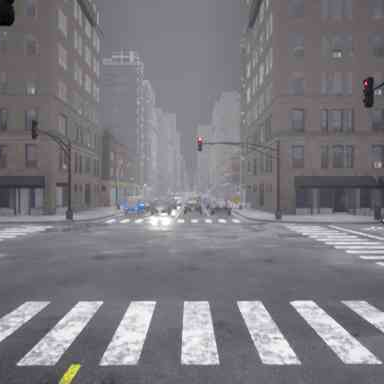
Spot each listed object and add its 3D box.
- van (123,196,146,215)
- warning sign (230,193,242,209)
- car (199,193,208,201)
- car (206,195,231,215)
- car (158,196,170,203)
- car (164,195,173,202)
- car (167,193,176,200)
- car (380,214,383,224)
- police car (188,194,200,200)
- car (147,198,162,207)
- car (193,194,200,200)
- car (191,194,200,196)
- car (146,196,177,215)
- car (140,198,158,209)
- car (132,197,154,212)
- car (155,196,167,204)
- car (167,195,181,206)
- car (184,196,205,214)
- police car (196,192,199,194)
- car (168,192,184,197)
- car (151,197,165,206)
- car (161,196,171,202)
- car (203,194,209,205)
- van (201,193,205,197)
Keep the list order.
[{"bbox_3d":[-5.748,1.333,33.376,1.690,1.788,3.998,0,0,0],"label":"van"},{"bbox_3d":[5.199,1.106,39.335,1.300,1.860,1.060,0,0,0],"label":"warning sign"},{"bbox_3d":[2.951,1.284,84.372,2.192,1.841,5.009,0,0,0],"label":"car"},{"bbox_3d":[2.778,1.432,33.349,1.967,1.590,4.097,0,0,0],"label":"car"},{"bbox_3d":[-5.632,1.546,67.386,1.947,1.339,4.313,0,0,0],"label":"car"},{"bbox_3d":[-5.594,1.499,78.552,1.752,1.417,4.829,0,0,0],"label":"car"},{"bbox_3d":[-5.555,1.280,90.059,2.192,1.841,5.009,0,0,0],"label":"car"},{"bbox_3d":[14.354,1.513,20.697,4.892,1.490,1.837,0,0,0],"label":"car"},{"bbox_3d":[0.595,1.386,95.369,1.930,1.638,5.238,0,0,-16],"label":"police car"},{"bbox_3d":[-5.690,1.570,50.381,1.802,1.307,4.206,0,0,0],"label":"car"},{"bbox_3d":[1.088,1.421,89.540,1.801,1.575,5.366,0,0,0],"label":"car"},{"bbox_3d":[0.218,1.584,63.520,1.895,1.301,4.718,0,0,0],"label":"car"},{"bbox_3d":[-2.993,1.484,33.517,2.128,1.511,4.902,0,0,0],"label":"car"},{"bbox_3d":[-5.709,1.556,44.713,1.947,1.339,4.313,0,0,0],"label":"car"},{"bbox_3d":[-5.729,1.431,39.045,1.967,1.590,4.097,0,0,0],"label":"car"},{"bbox_3d":[-5.652,1.509,61.547,1.752,1.417,4.829,0,0,0],"label":"car"},{"bbox_3d":[-2.953,1.482,43.762,2.128,1.511,4.902,0,0,0],"label":"car"},{"bbox_3d":[0.148,1.517,35.893,1.812,1.442,4.674,0,0,1],"label":"car"},{"bbox_3d":[1.064,1.398,79.446,1.930,1.638,5.238,0,0,-1],"label":"police car"},{"bbox_3d":[-2.904,1.208,54.492,2.150,2.045,5.566,0,0,0],"label":"car"},{"bbox_3d":[-5.671,1.552,56.050,1.947,1.339,4.313,0,0,0],"label":"car"},{"bbox_3d":[-5.613,1.522,73.054,1.887,1.381,4.507,0,0,0],"label":"car"},{"bbox_3d":[2.816,1.430,44.687,1.967,1.590,4.097,0,0,0],"label":"car"},{"bbox_3d":[2.855,1.327,56.026,1.690,1.788,3.998,0,0,0],"label":"van"}]
